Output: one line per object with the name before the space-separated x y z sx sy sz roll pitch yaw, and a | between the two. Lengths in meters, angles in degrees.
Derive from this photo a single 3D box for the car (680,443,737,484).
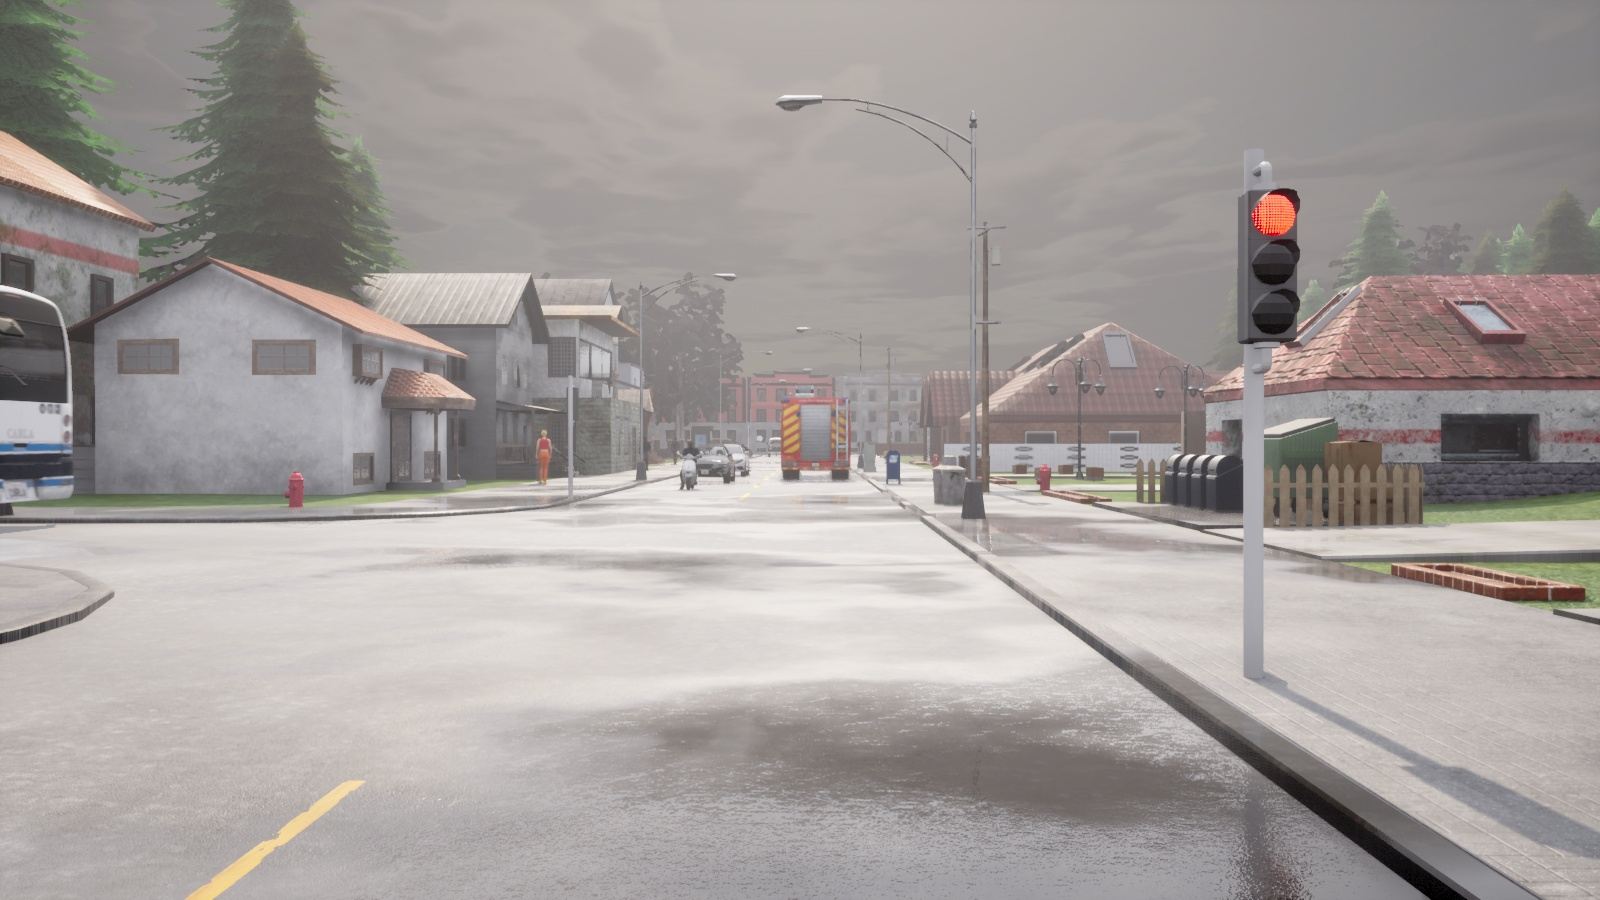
car | -3.413 0.490 47.445 1.816 1.474 4.193 0 0 1

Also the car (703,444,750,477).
car | -3.294 0.447 57.229 1.812 1.442 4.674 0 0 1

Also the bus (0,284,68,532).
bus | -18.876 -0.767 21.581 10.273 4.253 3.944 1 0 0

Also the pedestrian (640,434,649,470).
pedestrian | -7.838 0.092 63.410 0.370 1.835 0.726 0 0 1

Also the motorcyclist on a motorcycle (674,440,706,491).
motorcyclist on a motorcycle | -3.507 0.470 40.226 0.866 1.590 1.817 0 0 1

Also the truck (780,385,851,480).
truck | 0.684 -0.728 55.078 2.891 3.827 8.468 0 0 1

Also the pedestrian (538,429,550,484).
pedestrian | -8.635 0.210 42.328 0.345 1.836 0.594 0 0 -6
